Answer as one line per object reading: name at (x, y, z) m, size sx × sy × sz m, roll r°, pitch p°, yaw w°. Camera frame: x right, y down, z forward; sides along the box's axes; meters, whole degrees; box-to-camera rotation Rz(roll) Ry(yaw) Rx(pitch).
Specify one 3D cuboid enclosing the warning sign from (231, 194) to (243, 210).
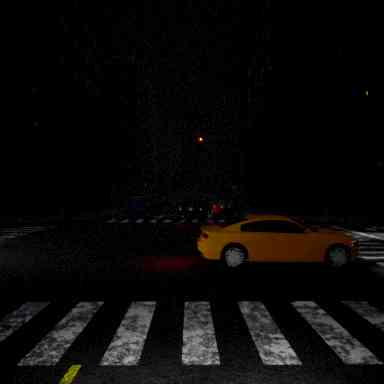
warning sign at (5.280, 1.118, 39.319) m, size 1.300 × 1.860 × 1.060 m, roll 0°, pitch 0°, yaw 0°

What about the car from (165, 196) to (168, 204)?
car at (-5.555, 1.569, 56.056) m, size 1.947 × 1.339 × 4.313 m, roll 0°, pitch 0°, yaw 0°

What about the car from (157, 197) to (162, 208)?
car at (-5.617, 1.569, 44.720) m, size 1.947 × 1.339 × 4.313 m, roll 0°, pitch 0°, yaw 0°

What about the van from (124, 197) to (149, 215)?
van at (-5.680, 1.343, 33.383) m, size 1.690 × 1.788 × 3.998 m, roll 0°, pitch 0°, yaw 0°

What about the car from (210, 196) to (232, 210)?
car at (2.846, 1.442, 33.339) m, size 1.967 × 1.590 × 4.097 m, roll 0°, pitch 0°, yaw 0°

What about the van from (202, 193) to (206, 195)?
van at (2.970, 1.344, 56.015) m, size 1.690 × 1.788 × 3.998 m, roll 0°, pitch 0°, yaw 0°

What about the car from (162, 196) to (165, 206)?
car at (-5.586, 1.585, 50.388) m, size 1.802 × 1.307 × 4.206 m, roll 0°, pitch 0°, yaw 0°

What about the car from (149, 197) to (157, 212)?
car at (-5.648, 1.443, 39.051) m, size 1.967 × 1.590 × 4.097 m, roll 0°, pitch 0°, yaw 0°

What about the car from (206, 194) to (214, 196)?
car at (2.908, 1.443, 44.677) m, size 1.967 × 1.590 × 4.097 m, roll 0°, pitch 0°, yaw 0°

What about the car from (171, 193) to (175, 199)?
car at (-5.462, 1.544, 73.060) m, size 1.887 × 1.381 × 4.507 m, roll 0°, pitch 0°, yaw 0°

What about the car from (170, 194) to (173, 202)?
car at (-5.493, 1.567, 67.392) m, size 1.947 × 1.339 × 4.313 m, roll 0°, pitch 0°, yaw 0°

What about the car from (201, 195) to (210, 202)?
car at (3.095, 1.437, 78.692) m, size 1.967 × 1.590 × 4.097 m, roll 0°, pitch 0°, yaw 0°

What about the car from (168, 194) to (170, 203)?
car at (-5.525, 1.527, 61.554) m, size 1.752 × 1.417 × 4.829 m, roll 0°, pitch 0°, yaw 0°

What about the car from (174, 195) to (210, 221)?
car at (0.096, 1.353, 27.312) m, size 2.097 × 1.767 × 4.553 m, roll 0°, pitch 0°, yaw 5°

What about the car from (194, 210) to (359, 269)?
car at (2.669, 1.485, 10.664) m, size 5.008 × 1.535 × 1.882 m, roll 0°, pitch 0°, yaw 0°

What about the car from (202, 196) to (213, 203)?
car at (3.033, 1.552, 67.354) m, size 2.008 × 1.369 × 4.403 m, roll 0°, pitch 0°, yaw 0°

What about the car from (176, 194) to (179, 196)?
car at (-5.369, 1.307, 90.065) m, size 2.192 × 1.841 × 5.009 m, roll 0°, pitch 0°, yaw 0°

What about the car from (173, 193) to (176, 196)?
car at (-5.432, 1.522, 78.559) m, size 1.752 × 1.417 × 4.829 m, roll 0°, pitch 0°, yaw 0°
